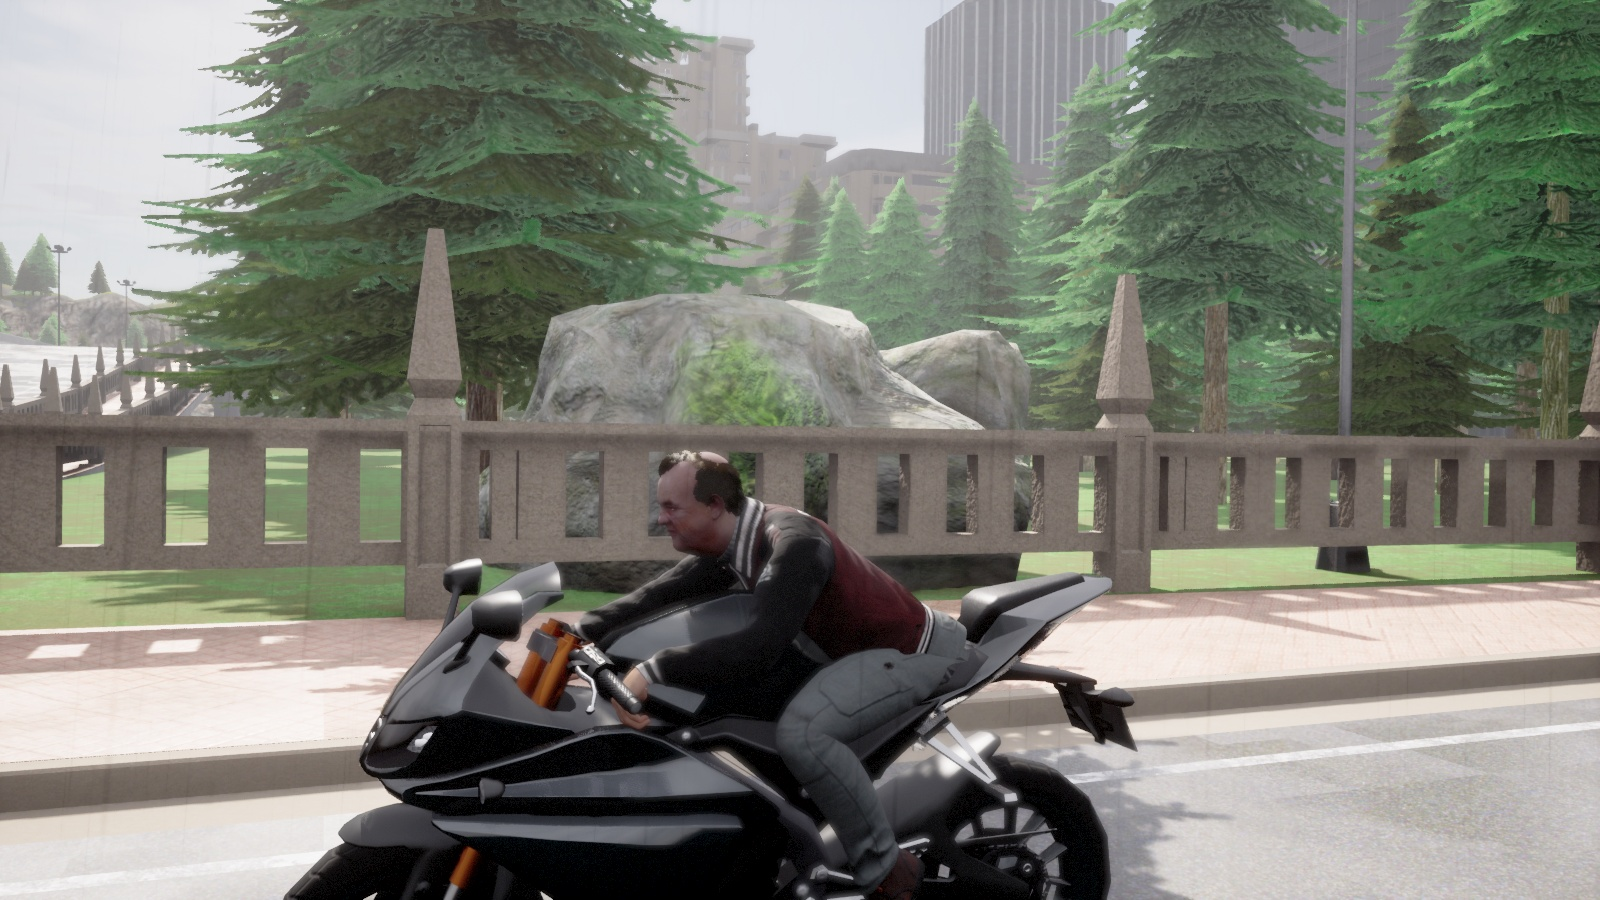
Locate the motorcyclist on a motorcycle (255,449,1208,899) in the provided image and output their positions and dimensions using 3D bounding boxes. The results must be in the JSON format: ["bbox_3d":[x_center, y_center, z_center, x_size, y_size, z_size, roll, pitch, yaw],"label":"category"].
[{"bbox_3d":[-0.153,0.783,3.181,2.191,1.530,0.866,-1,1,-21],"label":"motorcyclist on a motorcycle"}]
